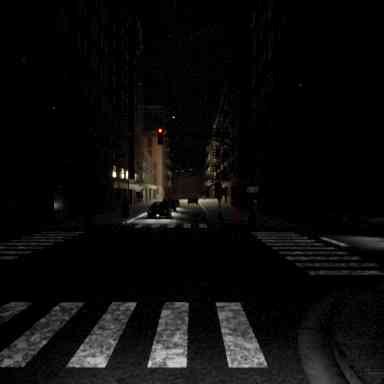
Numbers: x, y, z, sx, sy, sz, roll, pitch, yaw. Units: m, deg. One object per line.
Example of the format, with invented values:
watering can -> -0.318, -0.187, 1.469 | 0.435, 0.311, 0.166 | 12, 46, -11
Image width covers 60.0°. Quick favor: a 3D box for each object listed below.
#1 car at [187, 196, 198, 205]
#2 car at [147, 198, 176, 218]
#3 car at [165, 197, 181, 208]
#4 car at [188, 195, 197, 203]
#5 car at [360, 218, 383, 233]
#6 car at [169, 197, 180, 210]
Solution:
car -> 0.149, 1.447, 59.774 | 1.882, 1.535, 5.008 | 0, 0, 0
car -> -2.819, 1.539, 30.127 | 2.033, 1.411, 5.357 | 0, 0, 0
car -> -2.801, 1.470, 50.150 | 2.128, 1.511, 4.902 | 0, 0, 0
car -> 0.159, 1.484, 69.917 | 1.812, 1.442, 4.674 | 0, 0, 0
car -> 11.649, 1.552, 17.812 | 4.829, 1.417, 1.752 | 0, 0, 0
car -> -2.808, 1.477, 39.949 | 2.128, 1.511, 4.902 | 0, 0, 0
